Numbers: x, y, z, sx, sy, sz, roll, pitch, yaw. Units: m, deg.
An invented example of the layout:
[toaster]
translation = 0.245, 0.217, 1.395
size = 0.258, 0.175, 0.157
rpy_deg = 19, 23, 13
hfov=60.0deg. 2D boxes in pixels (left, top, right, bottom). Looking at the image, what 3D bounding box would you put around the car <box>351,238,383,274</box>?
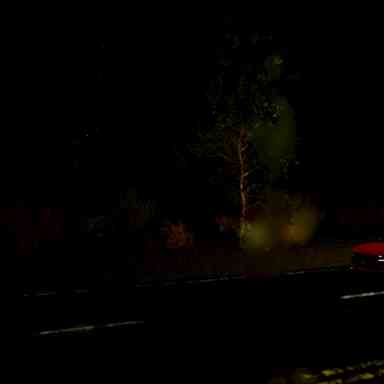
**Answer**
[car]
translation = 8.116, 2.116, 11.996
size = 5.008, 1.535, 1.882
rpy_deg = 0, -3, -19
